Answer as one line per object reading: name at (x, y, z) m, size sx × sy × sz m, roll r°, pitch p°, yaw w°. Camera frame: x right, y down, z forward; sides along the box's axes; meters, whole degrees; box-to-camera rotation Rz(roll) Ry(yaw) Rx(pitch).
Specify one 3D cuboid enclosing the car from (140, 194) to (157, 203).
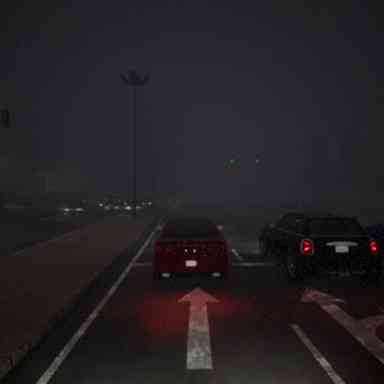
car at (-9.089, 1.515, 68.880) m, size 1.895 × 1.301 × 4.718 m, roll 0°, pitch 0°, yaw 0°

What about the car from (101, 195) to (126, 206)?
car at (-12.692, 1.289, 54.210) m, size 2.097 × 1.767 × 4.553 m, roll 0°, pitch 0°, yaw 1°

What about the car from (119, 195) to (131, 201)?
car at (-16.056, 1.488, 80.303) m, size 1.895 × 1.301 × 4.718 m, roll 0°, pitch 0°, yaw 0°

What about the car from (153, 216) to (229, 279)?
car at (-0.057, 1.465, 10.008) m, size 1.882 × 1.535 × 5.008 m, roll 0°, pitch 0°, yaw -1°

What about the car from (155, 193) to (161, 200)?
car at (-9.046, 1.159, 83.982) m, size 2.097 × 1.767 × 4.553 m, roll 0°, pitch 0°, yaw 0°

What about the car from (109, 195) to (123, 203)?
car at (-16.084, 1.444, 70.347) m, size 1.812 × 1.442 × 4.674 m, roll 0°, pitch 0°, yaw 0°

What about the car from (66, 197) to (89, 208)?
car at (-16.129, 1.425, 47.056) m, size 1.882 × 1.535 × 5.008 m, roll 0°, pitch 0°, yaw 0°

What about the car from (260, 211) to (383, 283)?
car at (3.444, 1.339, 9.822) m, size 2.097 × 1.767 × 4.553 m, roll 0°, pitch 0°, yaw -1°

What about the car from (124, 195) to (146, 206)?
car at (-9.195, 1.538, 53.911) m, size 1.895 × 1.301 × 4.718 m, roll 0°, pitch 0°, yaw 1°
